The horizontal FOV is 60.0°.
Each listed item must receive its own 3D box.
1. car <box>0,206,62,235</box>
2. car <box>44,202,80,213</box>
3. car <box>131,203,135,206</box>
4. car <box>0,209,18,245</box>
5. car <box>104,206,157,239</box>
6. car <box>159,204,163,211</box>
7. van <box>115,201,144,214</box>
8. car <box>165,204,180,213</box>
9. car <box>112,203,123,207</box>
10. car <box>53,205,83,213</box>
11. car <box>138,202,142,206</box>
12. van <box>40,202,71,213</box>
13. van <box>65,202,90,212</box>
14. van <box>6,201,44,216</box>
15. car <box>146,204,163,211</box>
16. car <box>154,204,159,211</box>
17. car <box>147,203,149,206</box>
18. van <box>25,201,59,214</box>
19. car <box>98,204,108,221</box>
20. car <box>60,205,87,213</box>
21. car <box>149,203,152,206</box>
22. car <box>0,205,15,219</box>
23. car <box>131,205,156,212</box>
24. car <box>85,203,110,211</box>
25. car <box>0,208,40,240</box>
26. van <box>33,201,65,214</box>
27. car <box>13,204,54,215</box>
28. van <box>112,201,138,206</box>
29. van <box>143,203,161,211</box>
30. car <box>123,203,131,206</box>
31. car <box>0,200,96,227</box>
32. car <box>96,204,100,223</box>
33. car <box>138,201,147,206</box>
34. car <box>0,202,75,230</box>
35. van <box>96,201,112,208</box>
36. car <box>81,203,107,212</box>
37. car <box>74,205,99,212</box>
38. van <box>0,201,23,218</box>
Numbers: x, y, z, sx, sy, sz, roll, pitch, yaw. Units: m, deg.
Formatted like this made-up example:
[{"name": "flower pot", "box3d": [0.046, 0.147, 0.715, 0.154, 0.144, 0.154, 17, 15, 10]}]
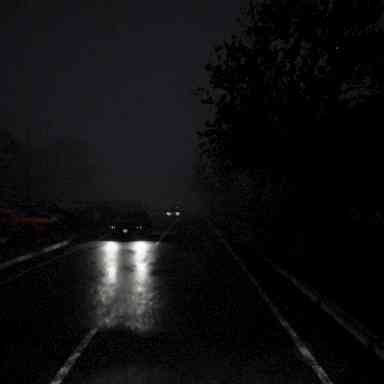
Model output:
[{"name": "car", "box3d": [-10.364, 1.729, 18.669, 5.008, 1.535, 2.097, 0, -1, 0]}, {"name": "car", "box3d": [-23.443, 2.780, 60.275, 5.566, 2.045, 2.435, 0, -3, 0]}, {"name": "car", "box3d": [-10.380, 2.456, 43.640, 4.674, 1.452, 2.002, 0, -2, 0]}, {"name": "car", "box3d": [-10.168, 1.610, 13.130, 5.366, 1.575, 1.946, 0, -1, 0]}, {"name": "car", "box3d": [-3.376, 1.780, 19.244, 1.837, 1.490, 4.892, 0, -1, 0]}, {"name": "car", "box3d": [-10.380, 4.036, 82.454, 4.792, 1.488, 2.163, 0, -3, 0]}, {"name": "van", "box3d": [-10.270, 2.560, 54.730, 4.442, 1.987, 1.878, 0, -3, 0]}, {"name": "car", "box3d": [-3.380, 2.965, 61.800, 2.097, 1.767, 4.553, 0, -2, 0]}, {"name": "car", "box3d": [-10.376, 2.183, 35.316, 5.008, 1.535, 2.097, 0, -2, 0]}, {"name": "car", "box3d": [-23.468, 3.158, 63.156, 5.008, 1.535, 2.097, 0, -3, 0]}, {"name": "car", "box3d": [-10.411, 2.601, 49.197, 4.792, 1.488, 2.163, 0, -2, 0]}, {"name": "van", "box3d": [-23.586, 2.683, 57.506, 4.442, 1.987, 1.878, 0, -3, 0]}, {"name": "van", "box3d": [-23.594, 3.171, 68.576, 4.442, 1.987, 1.878, 0, -3, 0]}, {"name": "van", "box3d": [-23.343, 2.273, 46.574, 4.442, 1.987, 1.878, 0, -2, 0]}, {"name": "car", "box3d": [-10.449, 4.372, 93.552, 4.553, 1.767, 2.185, 0, -3, 0]}, {"name": "car", "box3d": [-10.212, 3.393, 68.588, 5.366, 1.575, 1.946, 0, -3, 0]}, {"name": "car", "box3d": [-10.392, 2.947, 57.492, 4.674, 1.452, 2.002, 0, -3, 0]}, {"name": "van", "box3d": [-23.348, 2.439, 51.963, 4.442, 1.987, 1.878, 0, -2, 0]}, {"name": "car", "box3d": [-10.369, 2.069, 29.765, 4.674, 1.452, 2.002, 0, -2, 0]}, {"name": "car", "box3d": [-23.473, 3.320, 65.923, 4.674, 1.452, 2.002, 0, -3, 0]}, {"name": "car", "box3d": [-10.386, 3.029, 60.267, 5.008, 1.535, 2.097, 0, -3, 0]}, {"name": "car", "box3d": [-23.447, 2.268, 38.261, 4.892, 1.521, 2.231, 0, -2, 0]}, {"name": "car", "box3d": [-10.394, 3.519, 71.361, 4.892, 1.521, 2.231, 0, -3, 0]}, {"name": "car", "box3d": [-23.461, 3.760, 82.541, 5.566, 2.045, 2.435, 0, -3, 0]}, {"name": "car", "box3d": [-10.361, 1.668, 15.898, 4.892, 1.521, 2.231, 0, -1, 0]}, {"name": "van", "box3d": [-23.583, 2.567, 54.863, 4.442, 1.987, 1.878, 0, -3, 0]}, {"name": "car", "box3d": [-23.467, 2.576, 49.337, 5.008, 1.535, 2.097, 0, -2, 0]}, {"name": "van", "box3d": [-10.263, 2.268, 46.423, 4.442, 1.987, 1.878, 0, -2, 0]}, {"name": "van", "box3d": [-10.530, 4.025, 88.012, 4.442, 1.987, 1.878, 0, -3, 0]}, {"name": "car", "box3d": [-10.346, 2.368, 40.864, 4.792, 1.488, 2.163, 0, -2, 0]}, {"name": "car", "box3d": [-10.334, 1.622, 24.223, 5.566, 2.045, 2.435, 0, -2, 0]}, {"name": "car", "box3d": [-10.394, 1.981, 26.990, 4.792, 1.488, 2.163, 0, -2, 0]}, {"name": "car", "box3d": [-10.413, 2.412, 51.957, 5.566, 2.045, 2.435, 0, -3, 0]}, {"name": "car", "box3d": [-10.391, 1.673, 21.448, 4.553, 1.767, 2.185, 0, -2, 0]}, {"name": "van", "box3d": [-10.485, 1.880, 32.547, 4.442, 1.987, 1.878, 0, -2, 0]}, {"name": "car", "box3d": [-23.459, 3.638, 79.773, 5.566, 2.045, 2.435, 0, -3, 0]}, {"name": "car", "box3d": [-23.477, 3.645, 74.226, 5.008, 1.535, 2.097, 0, -3, 0]}, {"name": "van", "box3d": [-23.572, 2.119, 41.037, 4.442, 1.987, 1.878, 0, -2, 0]}]
